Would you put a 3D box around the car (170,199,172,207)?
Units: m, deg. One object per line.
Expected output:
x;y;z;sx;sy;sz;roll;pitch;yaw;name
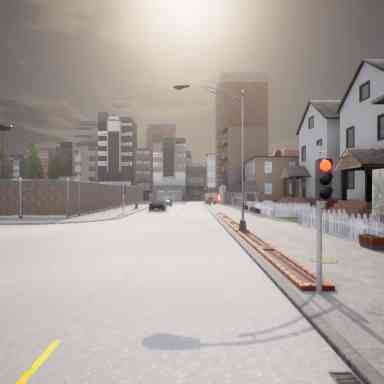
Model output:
-4.112;1.564;51.503;1.994;1.385;4.181;0;0;0;car

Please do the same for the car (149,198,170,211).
-4.120;1.601;40.546;1.895;1.301;4.718;0;0;0;car
